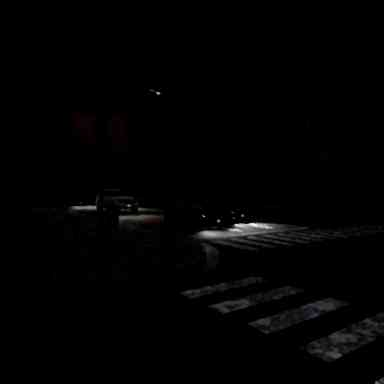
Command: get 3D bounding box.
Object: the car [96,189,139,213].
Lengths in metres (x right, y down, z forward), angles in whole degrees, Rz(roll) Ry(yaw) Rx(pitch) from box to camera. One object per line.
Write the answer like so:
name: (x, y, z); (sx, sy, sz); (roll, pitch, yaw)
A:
car: (-6.739, 0.747, 29.554); (2.150, 2.045, 5.566); (0, 1, -35)

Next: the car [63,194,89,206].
car: (-13.819, 0.916, 39.540); (1.895, 1.301, 4.718); (0, 1, -35)

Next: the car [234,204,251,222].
car: (2.063, 1.281, 22.746); (1.994, 1.385, 4.181); (0, 1, -35)

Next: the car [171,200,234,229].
car: (0.098, 1.257, 19.911); (1.812, 1.442, 4.674); (0, 1, -35)
